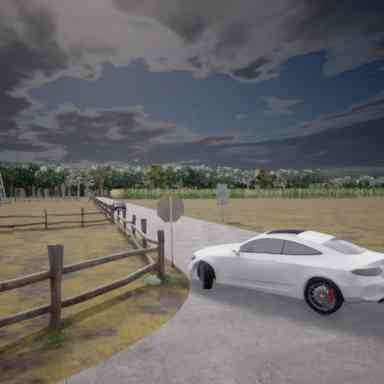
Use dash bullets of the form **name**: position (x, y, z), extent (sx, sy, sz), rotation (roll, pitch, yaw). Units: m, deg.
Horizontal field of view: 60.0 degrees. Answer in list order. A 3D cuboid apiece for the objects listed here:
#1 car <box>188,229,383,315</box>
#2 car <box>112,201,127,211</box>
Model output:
- **car**: position (2.030, 1.618, 7.770), extent (4.674, 1.442, 1.812), rotation (-2, 0, 40)
- **car**: position (-10.894, 1.986, 49.471), extent (2.033, 1.411, 5.357), rotation (-2, 0, -18)
